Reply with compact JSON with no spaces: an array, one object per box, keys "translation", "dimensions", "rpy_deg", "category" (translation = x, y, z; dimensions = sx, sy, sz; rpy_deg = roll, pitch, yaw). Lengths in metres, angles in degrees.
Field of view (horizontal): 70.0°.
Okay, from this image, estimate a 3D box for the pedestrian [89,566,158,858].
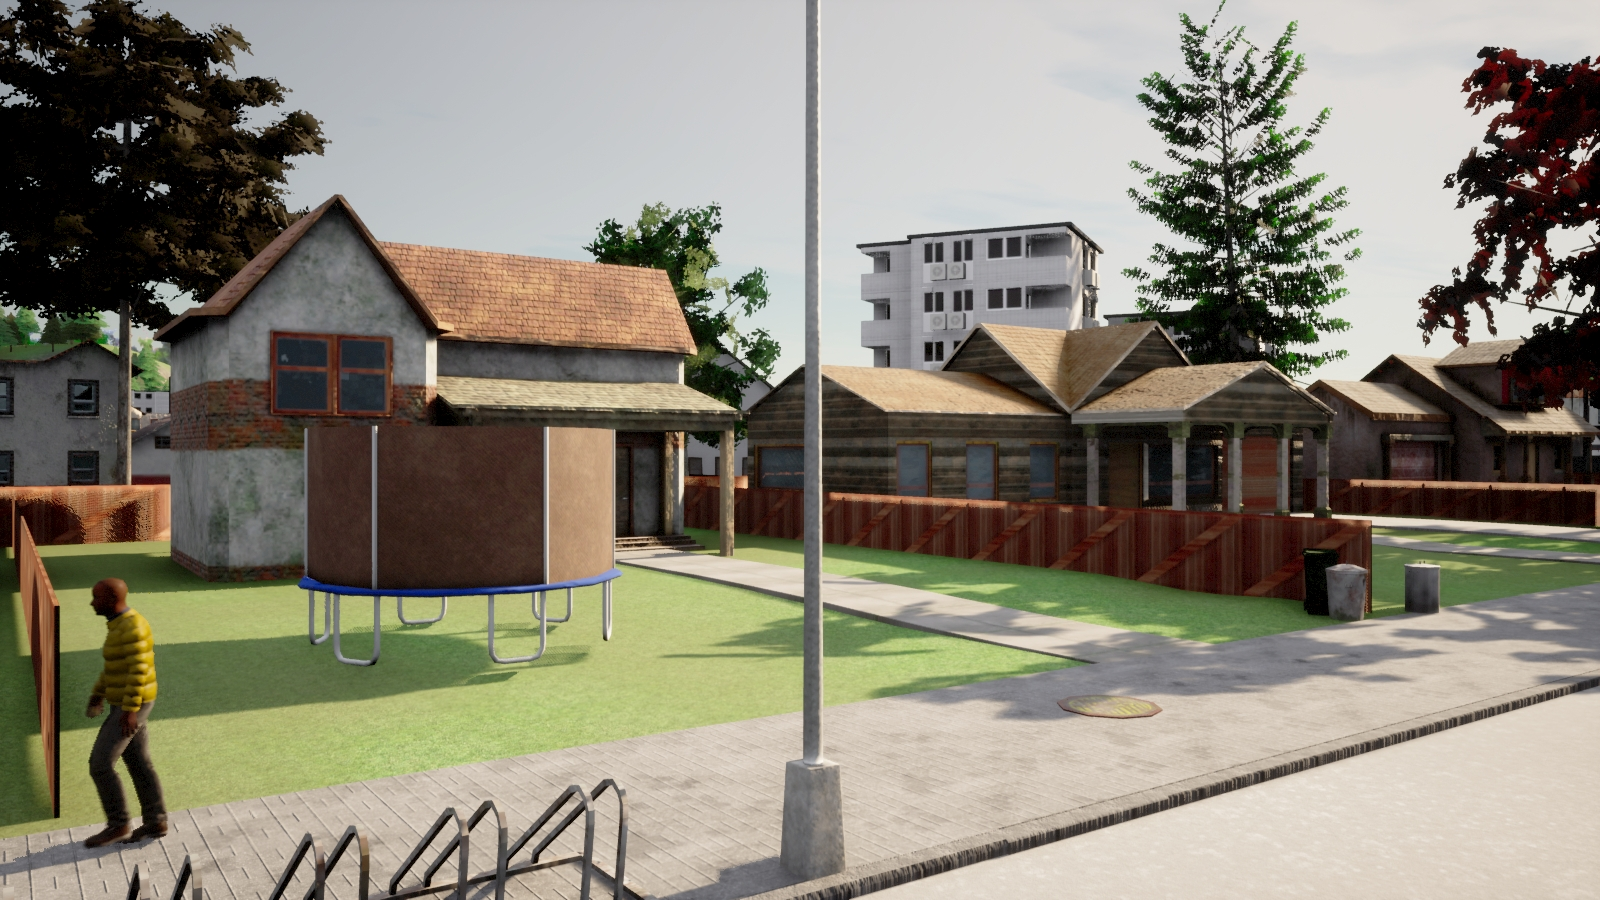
[{"translation":[-4.586,1.744,7.745],"dimensions":[0.375,1.860,0.375],"rpy_deg":[0,0,-35],"category":"pedestrian"}]
